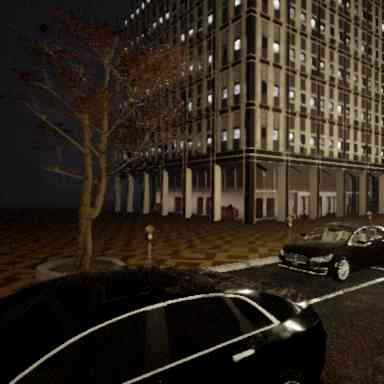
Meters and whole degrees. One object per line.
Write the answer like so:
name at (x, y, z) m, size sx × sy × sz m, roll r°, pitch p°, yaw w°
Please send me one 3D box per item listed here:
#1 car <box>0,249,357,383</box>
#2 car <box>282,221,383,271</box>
car at (-0.844, 1.506, 2.777) m, size 4.892 × 1.490 × 1.837 m, roll 0°, pitch 0°, yaw -36°
car at (4.380, 1.567, 9.682) m, size 4.403 × 1.369 × 2.008 m, roll 0°, pitch 1°, yaw -36°
